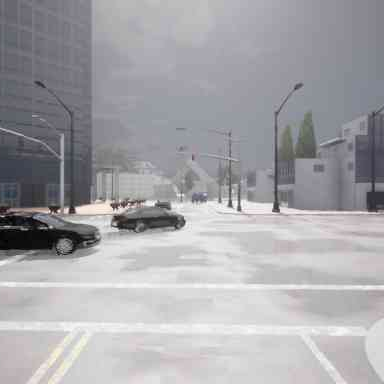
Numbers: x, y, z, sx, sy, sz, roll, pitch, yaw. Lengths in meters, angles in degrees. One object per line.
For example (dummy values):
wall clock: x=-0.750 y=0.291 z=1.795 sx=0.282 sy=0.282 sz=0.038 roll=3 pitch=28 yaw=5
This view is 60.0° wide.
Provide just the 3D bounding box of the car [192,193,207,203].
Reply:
car: x=1.517 y=1.221 z=69.570 sx=2.150 sy=2.045 sz=5.566 roll=0 pitch=0 yaw=15

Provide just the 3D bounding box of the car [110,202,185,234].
car: x=-2.484 y=1.546 z=19.359 sx=4.674 sy=1.442 sz=1.812 roll=0 pitch=1 yaw=-44

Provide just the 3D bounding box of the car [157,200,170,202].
car: x=-3.615 y=1.601 z=41.563 sx=1.895 sy=1.301 sz=4.718 roll=0 pitch=0 yaw=0

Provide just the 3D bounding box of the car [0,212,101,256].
car: x=-5.995 y=1.535 z=12.675 sx=4.892 sy=1.490 sz=1.837 roll=-1 pitch=0 yaw=0
